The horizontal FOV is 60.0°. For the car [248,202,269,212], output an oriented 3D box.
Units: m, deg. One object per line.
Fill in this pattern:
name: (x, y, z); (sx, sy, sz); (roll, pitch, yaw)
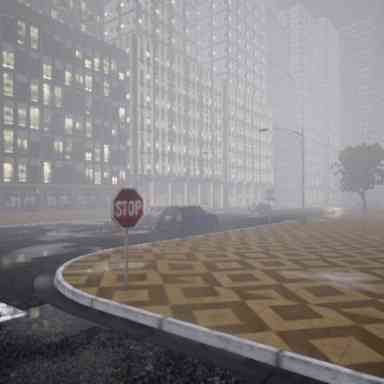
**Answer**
car: (10.462, 2.344, 51.814); (2.128, 1.511, 4.902); (-1, -1, 37)

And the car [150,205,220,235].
car: (-0.133, 1.602, 20.993); (2.097, 1.767, 4.553); (-1, -1, 36)

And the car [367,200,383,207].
car: (46.118, 3.073, 83.746); (1.994, 1.385, 4.181); (-1, -1, 36)

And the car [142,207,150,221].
car: (-3.860, 2.062, 32.534); (1.895, 1.301, 4.718); (-1, -1, 36)
